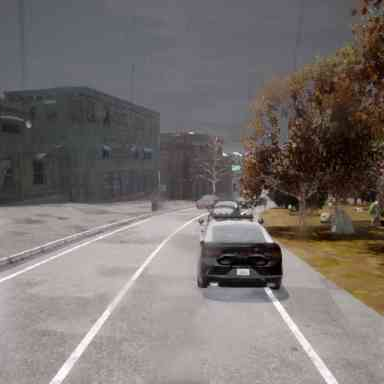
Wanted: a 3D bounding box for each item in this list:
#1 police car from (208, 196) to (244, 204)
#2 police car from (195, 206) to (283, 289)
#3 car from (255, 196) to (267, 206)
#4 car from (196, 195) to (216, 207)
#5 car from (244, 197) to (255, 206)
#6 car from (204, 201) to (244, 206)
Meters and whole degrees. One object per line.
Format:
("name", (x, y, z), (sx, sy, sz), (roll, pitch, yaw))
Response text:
("police car", (2.673, 1.356, 24.940), (1.930, 1.638, 5.238), (1, 0, 9))
("police car", (1.129, 1.405, 9.294), (1.930, 1.638, 5.238), (0, 0, 2))
("car", (11.248, 1.452, 55.795), (1.837, 1.490, 4.892), (3, 1, 26))
("car", (2.013, 1.149, 39.926), (2.097, 1.767, 4.553), (2, 1, 17))
("car", (6.747, 1.488, 44.536), (1.895, 1.301, 4.718), (2, 0, 20))
("car", (1.841, 1.478, 18.996), (1.812, 1.442, 4.674), (1, 0, 6))
